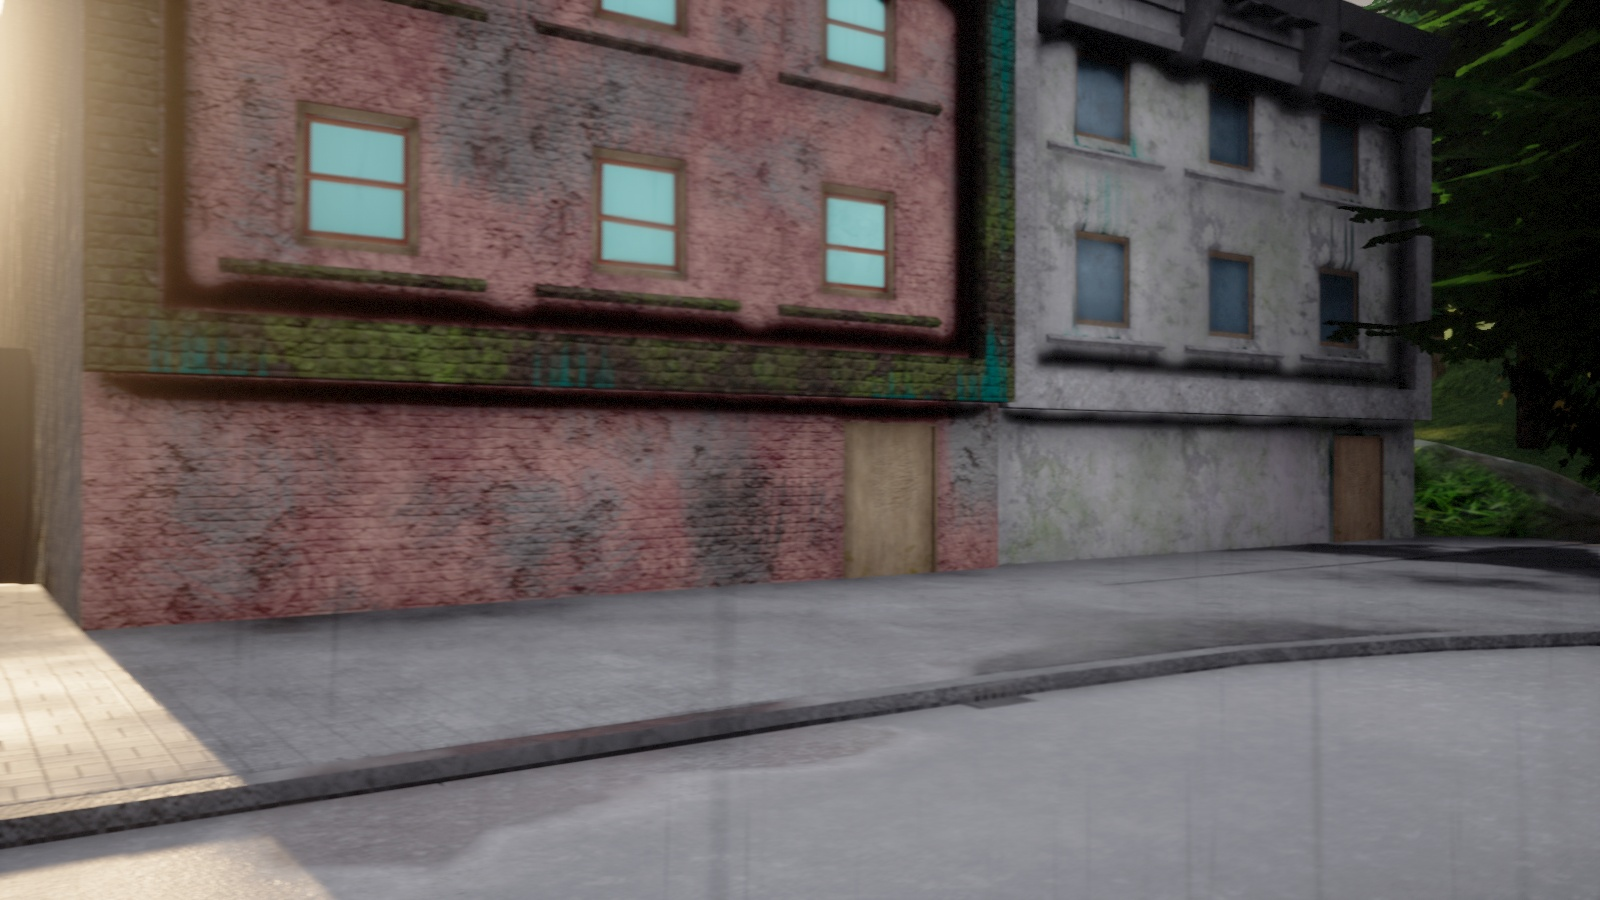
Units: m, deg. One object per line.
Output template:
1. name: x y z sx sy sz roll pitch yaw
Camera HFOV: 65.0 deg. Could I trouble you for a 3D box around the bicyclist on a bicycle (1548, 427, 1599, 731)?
1. bicyclist on a bicycle: 5.013 0.690 6.751 1.509 1.612 0.866 0 2 -16
